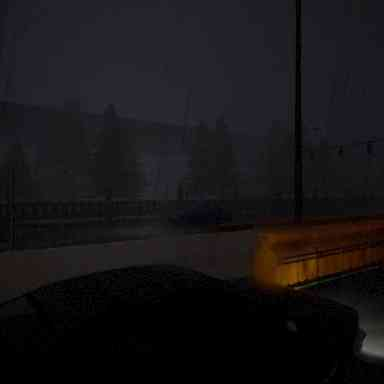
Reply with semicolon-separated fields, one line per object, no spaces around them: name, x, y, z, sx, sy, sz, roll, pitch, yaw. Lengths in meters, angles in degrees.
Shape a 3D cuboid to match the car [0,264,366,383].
car;-0.370;1.547;3.482;5.357;1.411;2.033;0;0;-36
